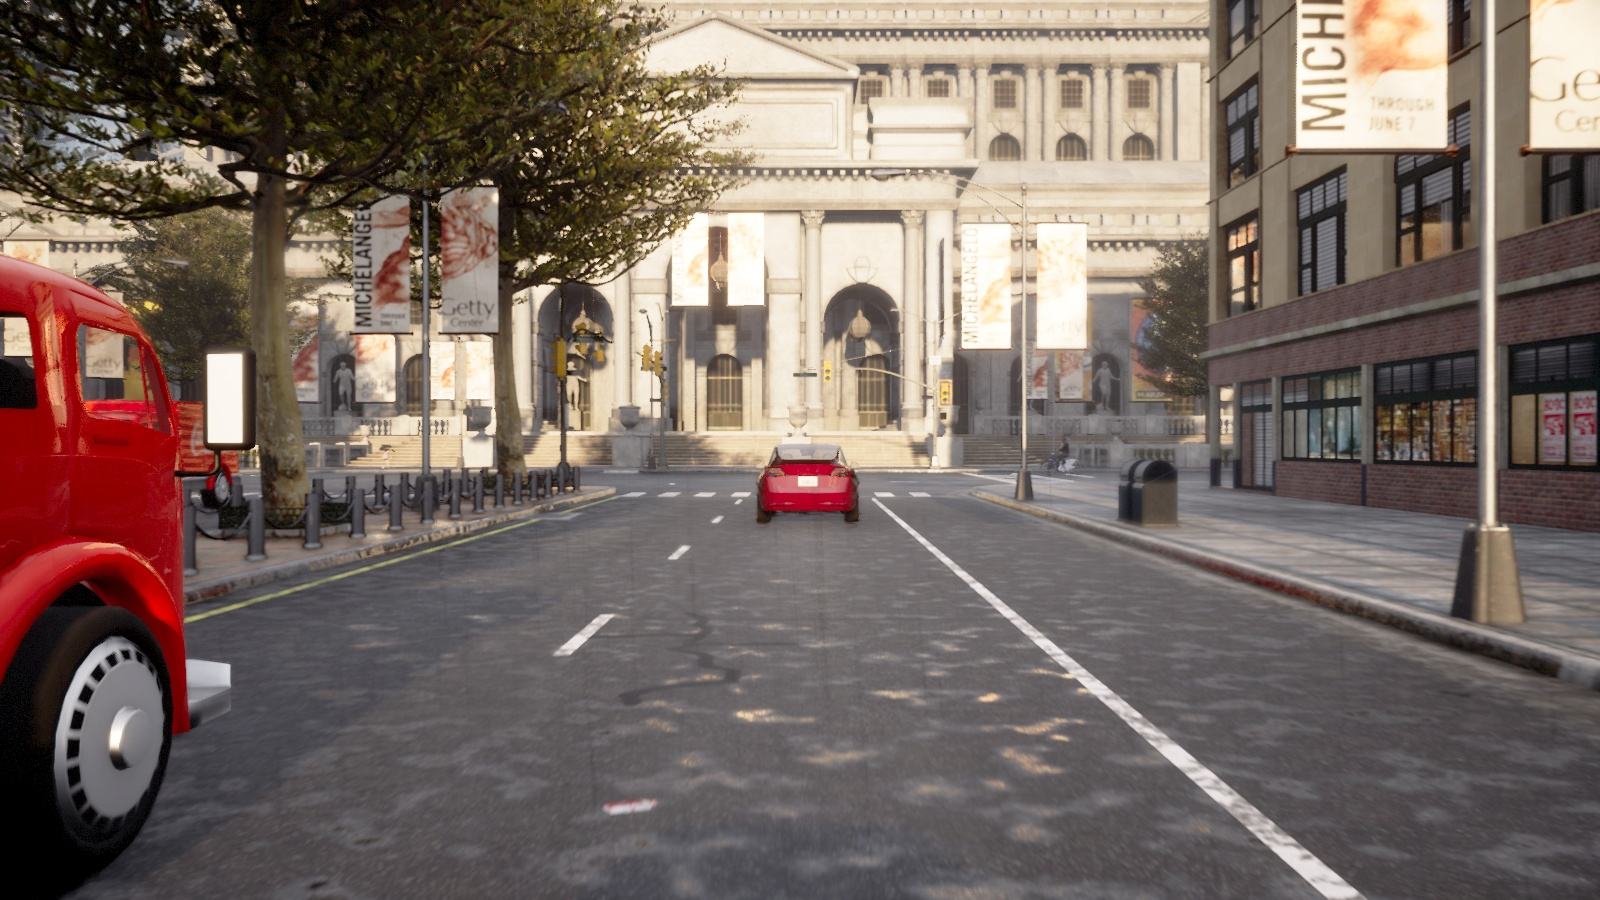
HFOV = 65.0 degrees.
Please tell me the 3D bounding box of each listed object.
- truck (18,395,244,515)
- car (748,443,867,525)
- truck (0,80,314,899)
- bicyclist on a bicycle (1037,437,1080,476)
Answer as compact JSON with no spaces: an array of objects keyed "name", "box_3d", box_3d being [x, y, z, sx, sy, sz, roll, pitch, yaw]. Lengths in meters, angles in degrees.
[{"name":"truck","box_3d":[-14.900,0.087,28.439,2.627,2.467,5.204,0,0,-4]},{"name":"car","box_3d":[0.156,0.604,25.233,2.163,1.488,4.792,0,0,0]},{"name":"truck","box_3d":[-3.468,0.240,2.930,2.627,2.467,5.204,0,0,0]},{"name":"bicyclist on a bicycle","box_3d":[12.007,0.298,58.319,1.843,1.776,0.659,0,0,1]}]
